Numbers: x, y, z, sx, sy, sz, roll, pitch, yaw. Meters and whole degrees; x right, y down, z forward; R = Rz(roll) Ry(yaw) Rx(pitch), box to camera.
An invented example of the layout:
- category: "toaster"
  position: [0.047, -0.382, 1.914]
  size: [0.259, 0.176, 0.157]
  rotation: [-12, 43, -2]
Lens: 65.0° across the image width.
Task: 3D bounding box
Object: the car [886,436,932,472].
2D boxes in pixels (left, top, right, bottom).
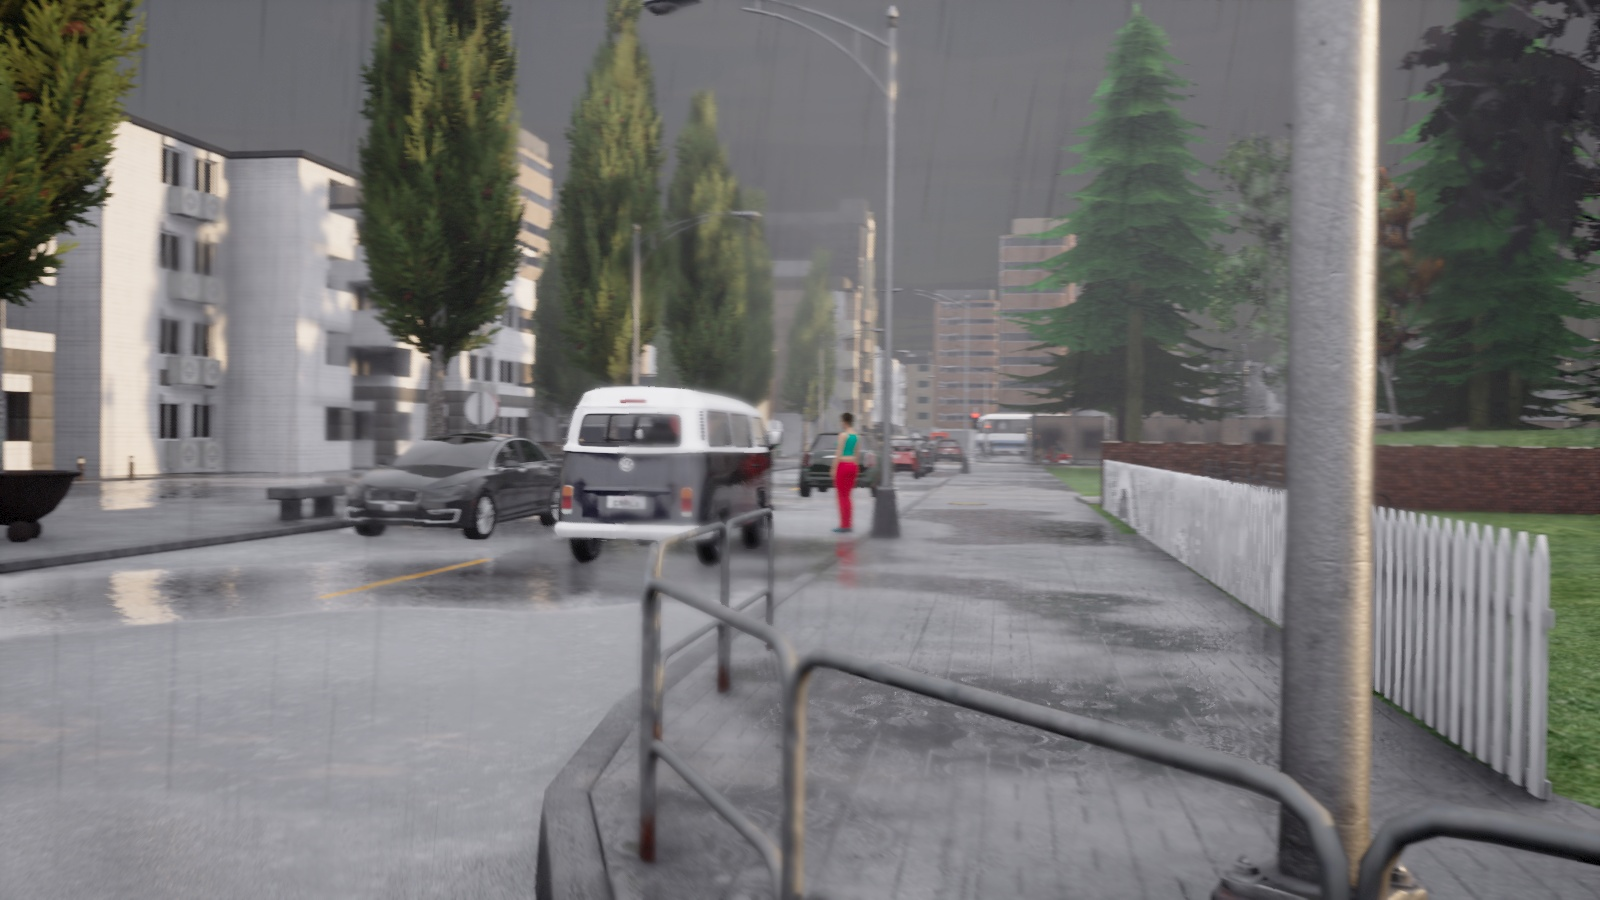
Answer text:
- category: "car"
  position: [4.996, 0.163, 57.119]
  size: [1.789, 1.549, 3.705]
  rotation: [0, 1, 10]

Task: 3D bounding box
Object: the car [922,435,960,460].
- category: "car"
  position: [9.688, -0.183, 86.778]
  size: [2.033, 1.649, 4.856]
  rotation: [-1, 1, 0]

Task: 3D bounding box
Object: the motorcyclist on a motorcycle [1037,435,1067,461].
- category: "motorcyclist on a motorcycle"
  position: [15.783, -0.121, 78.741]
  size: [1.817, 1.590, 0.866]
  rotation: [0, 0, 10]

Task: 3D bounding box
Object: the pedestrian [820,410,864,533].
- category: "pedestrian"
  position: [0.633, 0.317, 18.976]
  size: [0.345, 1.836, 0.594]
  rotation: [-1, 1, -38]

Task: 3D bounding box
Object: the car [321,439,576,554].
- category: "car"
  position: [-5.092, 0.593, 19.029]
  size: [1.837, 1.490, 4.892]
  rotation: [0, 1, 9]

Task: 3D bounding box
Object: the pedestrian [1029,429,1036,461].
- category: "pedestrian"
  position: [13.722, -0.293, 74.170]
  size: [0.402, 1.842, 0.726]
  rotation: [0, 1, 11]

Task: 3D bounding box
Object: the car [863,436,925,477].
- category: "car"
  position: [3.713, 0.213, 48.909]
  size: [2.007, 1.525, 4.514]
  rotation: [0, 1, 9]

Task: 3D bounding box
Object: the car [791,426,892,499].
- category: "car"
  position: [1.187, 0.284, 33.030]
  size: [2.097, 1.767, 4.553]
  rotation: [0, 1, 9]

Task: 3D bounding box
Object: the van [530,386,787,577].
- category: "van"
  position: [-1.564, 0.322, 15.764]
  size: [2.069, 2.038, 4.480]
  rotation: [0, 1, 9]
